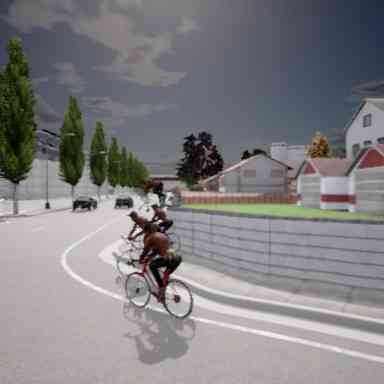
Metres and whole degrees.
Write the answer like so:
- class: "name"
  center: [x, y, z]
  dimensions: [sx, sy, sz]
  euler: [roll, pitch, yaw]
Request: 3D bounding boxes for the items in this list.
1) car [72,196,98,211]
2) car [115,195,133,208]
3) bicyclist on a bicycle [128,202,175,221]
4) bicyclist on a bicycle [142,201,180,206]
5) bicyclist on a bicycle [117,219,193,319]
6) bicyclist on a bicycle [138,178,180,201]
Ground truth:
- class: "car"
  center: [-11.633, 1.247, 36.401]
  dimensions: [1.837, 1.490, 4.892]
  euler: [0, 0, -4]
- class: "car"
  center: [-8.490, 1.196, 41.763]
  dimensions: [1.837, 1.490, 4.892]
  euler: [0, 0, -4]
- class: "bicyclist on a bicycle"
  center: [-1.301, 1.292, 8.802]
  dimensions: [1.656, 1.620, 0.582]
  euler: [-12, 8, -37]
- class: "bicyclist on a bicycle"
  center: [-1.106, 1.216, 11.075]
  dimensions: [1.656, 1.620, 0.582]
  euler: [0, 0, 26]
- class: "bicyclist on a bicycle"
  center: [-0.648, 1.404, 6.048]
  dimensions: [1.656, 1.620, 0.582]
  euler: [0, 1, 36]
- class: "bicyclist on a bicycle"
  center: [-1.424, 0.098, 12.434]
  dimensions: [1.656, 1.620, 0.582]
  euler: [-29, -18, -13]
